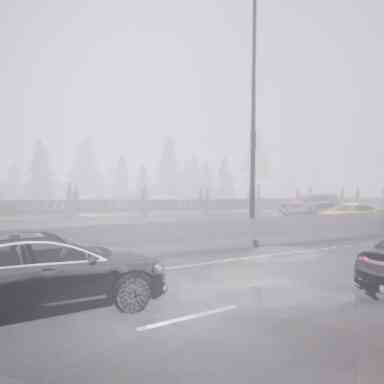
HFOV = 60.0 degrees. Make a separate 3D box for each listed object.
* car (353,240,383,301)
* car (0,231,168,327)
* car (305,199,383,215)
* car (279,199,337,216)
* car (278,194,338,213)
[{"bbox_3d":[5.455,1.476,6.892,4.902,1.511,2.128,0,0,-30],"label":"car"},{"bbox_3d":[-2.770,1.462,5.889,4.902,1.511,2.128,0,0,-34],"label":"car"},{"bbox_3d":[9.951,1.444,20.976,5.008,1.535,1.882,0,0,-23],"label":"car"},{"bbox_3d":[9.139,1.465,24.419,4.892,1.490,1.837,0,0,-23],"label":"car"},{"bbox_3d":[10.182,1.182,28.650,5.566,2.045,2.150,0,0,-21],"label":"car"}]
